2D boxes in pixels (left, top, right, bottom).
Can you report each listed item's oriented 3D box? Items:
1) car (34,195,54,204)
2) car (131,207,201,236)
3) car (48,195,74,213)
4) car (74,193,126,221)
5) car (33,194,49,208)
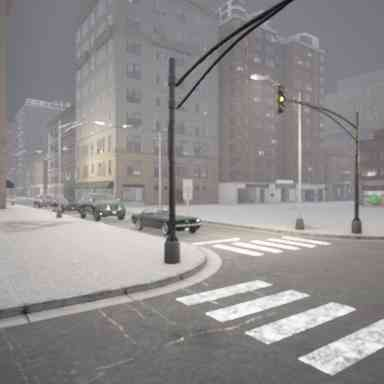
[{"bbox_3d":[-25.286,1.263,56.642,2.033,1.411,5.357,0,0,-35],"label":"car"},{"bbox_3d":[-1.524,1.522,18.248,1.895,1.301,4.718,0,0,-36],"label":"car"},{"bbox_3d":[-13.038,1.306,34.409,1.882,1.535,5.008,0,0,-36],"label":"car"},{"bbox_3d":[-7.167,1.097,26.152,2.150,2.045,5.566,0,0,-35],"label":"car"},{"bbox_3d":[-18.941,1.134,42.745,2.097,1.767,4.553,0,0,-35],"label":"car"}]
